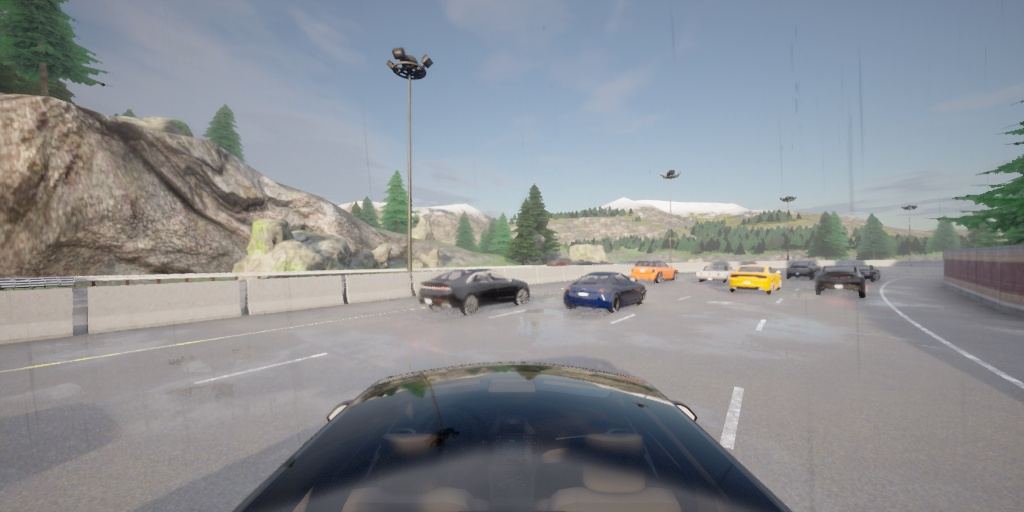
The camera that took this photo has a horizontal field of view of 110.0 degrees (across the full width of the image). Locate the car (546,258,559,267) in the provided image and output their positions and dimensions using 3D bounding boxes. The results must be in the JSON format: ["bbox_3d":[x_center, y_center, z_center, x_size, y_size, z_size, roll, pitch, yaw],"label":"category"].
[{"bbox_3d":[7.019,1.099,52.475,4.553,1.767,2.097,0,0,-40],"label":"car"}]

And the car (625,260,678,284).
[{"bbox_3d":[10.885,1.101,27.306,2.097,1.767,4.553,0,0,45],"label":"car"}]

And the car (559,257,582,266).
[{"bbox_3d":[9.279,1.241,49.804,4.902,1.511,2.128,0,0,-40],"label":"car"}]

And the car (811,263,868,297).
[{"bbox_3d":[17.336,1.251,18.921,1.837,1.490,4.892,0,-1,44],"label":"car"}]

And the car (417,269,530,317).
[{"bbox_3d":[-1.217,1.241,13.467,2.128,1.511,4.902,0,0,37],"label":"car"}]

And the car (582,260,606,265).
[{"bbox_3d":[11.728,1.313,47.290,4.181,1.385,1.994,0,0,-40],"label":"car"}]

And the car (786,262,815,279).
[{"bbox_3d":[25.363,1.240,31.042,4.902,1.511,2.128,0,0,-40],"label":"car"}]

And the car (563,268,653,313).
[{"bbox_3d":[3.760,1.313,14.137,1.994,1.385,4.181,0,0,39],"label":"car"}]

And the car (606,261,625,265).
[{"bbox_3d":[14.278,1.277,44.856,4.674,1.442,1.812,0,0,-39],"label":"car"}]

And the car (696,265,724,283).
[{"bbox_3d":[15.825,1.350,27.292,4.718,1.301,1.895,0,0,-44],"label":"car"}]

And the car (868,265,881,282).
[{"bbox_3d":[28.004,1.350,28.710,4.718,1.301,1.895,0,0,-40],"label":"car"}]

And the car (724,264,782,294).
[{"bbox_3d":[13.876,1.227,20.355,1.882,1.535,5.008,0,0,44],"label":"car"}]
